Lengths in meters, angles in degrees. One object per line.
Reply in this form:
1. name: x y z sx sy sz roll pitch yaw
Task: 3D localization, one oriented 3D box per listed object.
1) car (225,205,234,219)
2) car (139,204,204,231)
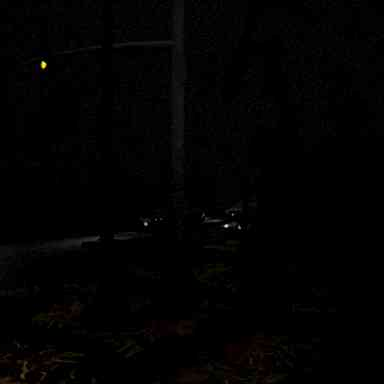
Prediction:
1. car: 4.570 1.526 28.332 1.812 1.442 4.674 0 0 35
2. car: -1.123 1.492 20.275 2.128 1.511 4.902 0 0 35
